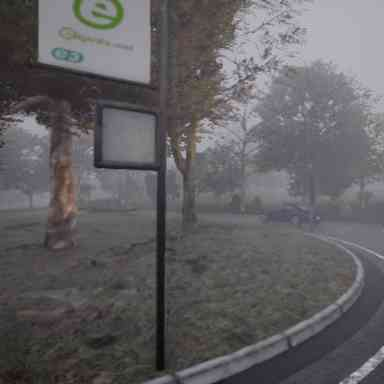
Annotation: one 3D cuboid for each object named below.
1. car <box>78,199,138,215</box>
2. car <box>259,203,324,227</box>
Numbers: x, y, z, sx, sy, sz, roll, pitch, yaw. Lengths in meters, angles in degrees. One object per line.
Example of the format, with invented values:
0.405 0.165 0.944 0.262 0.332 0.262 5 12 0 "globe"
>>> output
-7.851 1.339 31.336 5.357 1.411 2.033 1 0 1 "car"
6.894 1.506 23.567 1.882 1.535 5.008 0 0 -30 "car"
